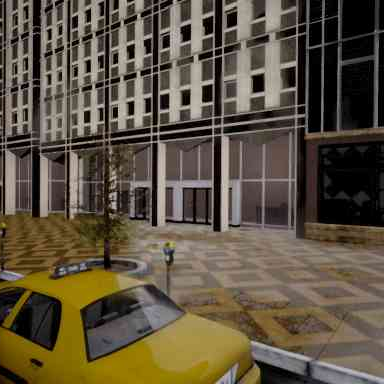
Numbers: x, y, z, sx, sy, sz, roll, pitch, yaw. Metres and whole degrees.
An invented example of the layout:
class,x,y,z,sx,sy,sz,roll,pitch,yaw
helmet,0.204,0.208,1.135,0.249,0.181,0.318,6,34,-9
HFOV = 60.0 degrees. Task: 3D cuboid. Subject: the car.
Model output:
class,x,y,z,sx,sy,sz,roll,pitch,yaw
car,-1.621,1.524,4.051,4.829,1.417,1.752,0,1,36
